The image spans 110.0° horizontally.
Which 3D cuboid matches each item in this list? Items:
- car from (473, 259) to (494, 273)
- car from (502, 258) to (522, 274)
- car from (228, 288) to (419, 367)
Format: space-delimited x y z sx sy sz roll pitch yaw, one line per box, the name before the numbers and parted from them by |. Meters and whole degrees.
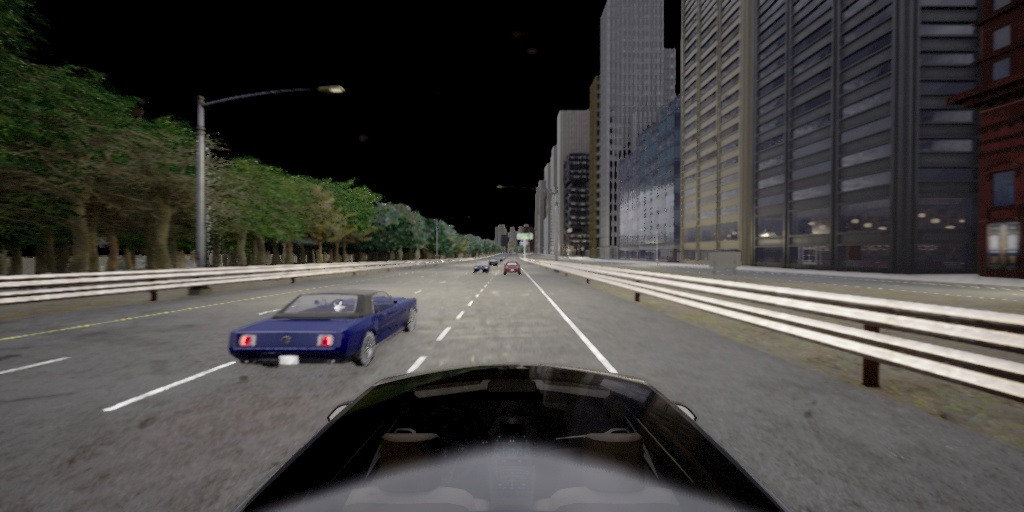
car | -3.583 1.402 43.536 1.895 1.301 4.718 0 0 0
car | 0.030 1.321 41.022 1.812 1.442 4.674 0 0 0
car | -3.500 1.355 7.861 1.895 1.301 4.718 0 0 0
